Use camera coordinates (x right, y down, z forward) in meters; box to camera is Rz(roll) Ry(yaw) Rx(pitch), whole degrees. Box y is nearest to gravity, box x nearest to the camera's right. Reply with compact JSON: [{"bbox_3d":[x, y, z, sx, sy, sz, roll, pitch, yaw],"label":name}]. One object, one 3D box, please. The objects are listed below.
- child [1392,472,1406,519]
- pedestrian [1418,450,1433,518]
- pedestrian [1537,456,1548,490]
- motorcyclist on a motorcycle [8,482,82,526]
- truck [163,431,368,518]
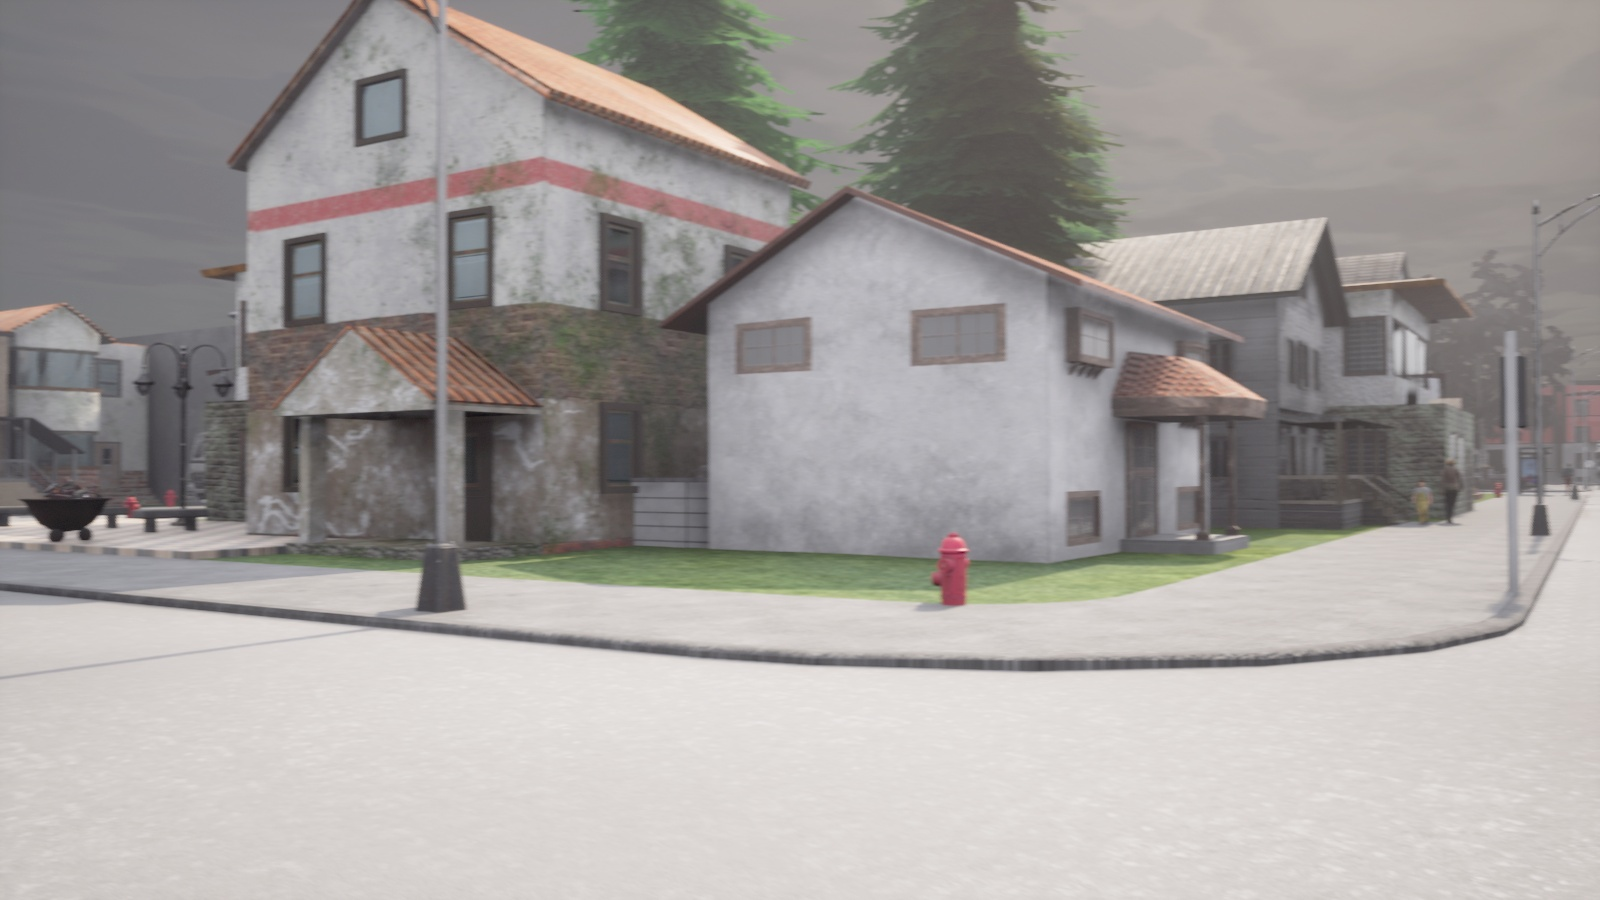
[{"bbox_3d":[16.037,1.214,33.610,0.270,1.263,0.437,-1,-1,34],"label":"child"},{"bbox_3d":[17.118,0.935,34.382,0.331,1.846,0.634,-1,-1,27],"label":"pedestrian"},{"bbox_3d":[41.551,1.290,70.287,0.353,1.847,0.614,-2,-1,42],"label":"pedestrian"},{"bbox_3d":[-27.777,1.973,46.227,0.866,1.530,2.191,-1,-1,32],"label":"motorcyclist on a motorcycle"},{"bbox_3d":[-22.860,1.041,54.188,2.891,3.462,7.936,-1,-1,32],"label":"truck"}]
